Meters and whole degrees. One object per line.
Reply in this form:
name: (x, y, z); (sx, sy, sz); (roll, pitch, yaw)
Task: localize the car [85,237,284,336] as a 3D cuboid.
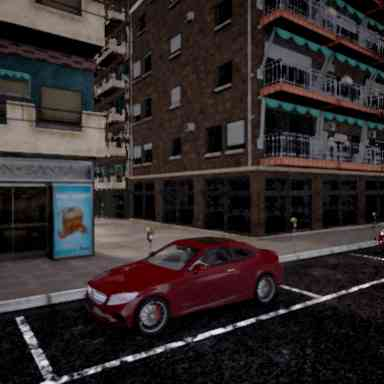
car: (0.069, 1.598, 6.616); (4.206, 1.307, 1.802); (0, -1, -35)

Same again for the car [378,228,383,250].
car: (9.068, 1.505, 13.023); (4.097, 1.590, 1.967); (0, -1, -35)
